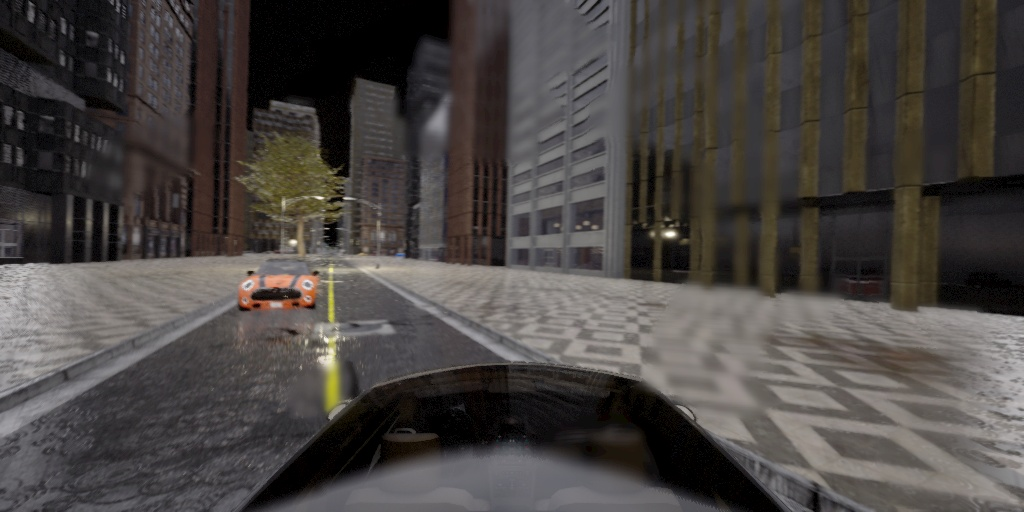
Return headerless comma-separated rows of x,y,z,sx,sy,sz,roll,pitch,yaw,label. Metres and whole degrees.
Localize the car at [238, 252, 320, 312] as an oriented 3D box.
-8.122,0.881,12.892,2.097,1.767,4.553,2,0,-26,car
